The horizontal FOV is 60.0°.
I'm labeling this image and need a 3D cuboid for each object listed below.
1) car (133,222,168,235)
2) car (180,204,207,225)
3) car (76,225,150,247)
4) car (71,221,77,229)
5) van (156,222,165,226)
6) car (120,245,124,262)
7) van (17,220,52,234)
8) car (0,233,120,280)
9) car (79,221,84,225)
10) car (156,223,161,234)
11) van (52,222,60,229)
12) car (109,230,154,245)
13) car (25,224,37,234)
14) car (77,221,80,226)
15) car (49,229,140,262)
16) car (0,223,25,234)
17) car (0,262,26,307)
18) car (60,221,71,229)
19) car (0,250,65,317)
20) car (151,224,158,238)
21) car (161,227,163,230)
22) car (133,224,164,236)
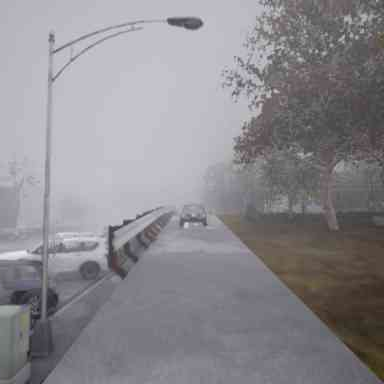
[{"bbox_3d":[-7.017,6.098,56.187,5.566,2.045,2.435,2,-4,-20],"label":"car"},{"bbox_3d":[0.089,1.531,23.587,2.033,1.411,5.357,0,0,0],"label":"car"},{"bbox_3d":[-6.909,4.215,29.066,5.566,2.045,2.435,2,-4,-20],"label":"car"},{"bbox_3d":[-23.938,6.319,59.337,5.566,2.045,2.435,1,-5,-20],"label":"car"},{"bbox_3d":[-6.862,5.712,50.219,4.442,1.987,1.878,2,-4,-20],"label":"van"},{"bbox_3d":[-6.868,3.865,19.997,4.792,1.488,2.163,2,-4,-20],"label":"car"},{"bbox_3d":[-24.032,5.729,50.420,4.442,1.987,1.878,1,-4,-20],"label":"van"},{"bbox_3d":[-6.848,3.375,17.000,5.566,2.045,2.435,2,-4,-20],"label":"car"},{"bbox_3d":[-24.010,6.726,65.207,5.566,2.045,2.435,1,-4,-20],"label":"car"},{"bbox_3d":[-6.982,5.389,44.139,4.553,1.767,2.185,2,-4,-20],"label":"car"},{"bbox_3d":[-24.045,5.933,53.372,4.442,1.987,1.878,1,-4,-20],"label":"van"},{"bbox_3d":[-6.950,5.124,38.089,4.792,1.488,2.163,2,-4,-20],"label":"car"},{"bbox_3d":[-23.894,5.548,44.552,4.892,1.521,2.231,1,-4,-20],"label":"car"},{"bbox_3d":[-23.956,6.804,62.277,4.792,1.488,2.163,1,-4,-20],"label":"car"},{"bbox_3d":[-6.820,3.797,23.053,5.566,2.045,2.435,2,-5,-20],"label":"car"},{"bbox_3d":[-23.912,5.215,41.592,4.553,1.767,2.185,1,-4,-20],"label":"car"},{"bbox_3d":[-6.753,2.874,7.968,4.553,1.767,2.185,2,-4,-20],"label":"car"},{"bbox_3d":[-23.927,6.114,56.385,5.566,2.045,2.435,1,-4,-20],"label":"car"},{"bbox_3d":[-6.773,3.084,10.987,4.553,1.767,2.185,2,-4,-20],"label":"car"},{"bbox_3d":[-6.876,4.636,35.114,5.566,2.045,2.435,2,-5,-20],"label":"car"},{"bbox_3d":[-6.952,5.725,47.143,4.892,1.521,2.231,2,-4,-20],"label":"car"},{"bbox_3d":[-6.951,6.017,53.188,4.553,1.767,2.185,2,-4,-20],"label":"car"}]
